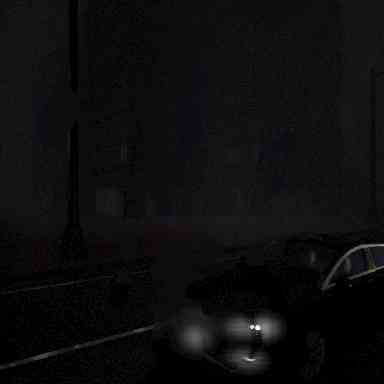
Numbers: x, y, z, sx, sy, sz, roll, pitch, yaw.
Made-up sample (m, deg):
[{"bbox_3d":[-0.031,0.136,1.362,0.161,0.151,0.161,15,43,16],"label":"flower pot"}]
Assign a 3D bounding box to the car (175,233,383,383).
[{"bbox_3d":[2.038,1.491,5.429,4.902,1.511,2.128,0,0,-35],"label":"car"}]
